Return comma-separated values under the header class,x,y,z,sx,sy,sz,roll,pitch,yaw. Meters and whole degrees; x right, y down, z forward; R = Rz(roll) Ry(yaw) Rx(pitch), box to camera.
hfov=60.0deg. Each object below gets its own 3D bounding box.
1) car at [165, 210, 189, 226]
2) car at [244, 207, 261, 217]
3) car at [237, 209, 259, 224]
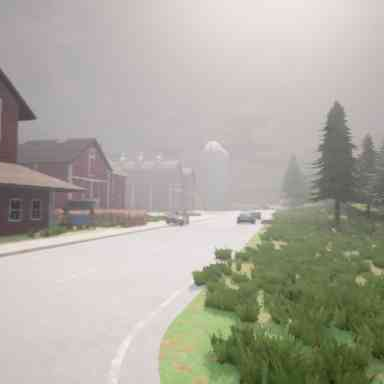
class,x,y,z,sx,sy,sz,roll,pitch,yaw
car,-1.469,2.740,35.678,1.816,1.474,4.193,6,-1,13
car,9.826,3.568,52.441,2.128,1.511,4.902,0,-2,15
car,6.643,3.133,40.541,1.994,1.385,4.181,0,-2,15
